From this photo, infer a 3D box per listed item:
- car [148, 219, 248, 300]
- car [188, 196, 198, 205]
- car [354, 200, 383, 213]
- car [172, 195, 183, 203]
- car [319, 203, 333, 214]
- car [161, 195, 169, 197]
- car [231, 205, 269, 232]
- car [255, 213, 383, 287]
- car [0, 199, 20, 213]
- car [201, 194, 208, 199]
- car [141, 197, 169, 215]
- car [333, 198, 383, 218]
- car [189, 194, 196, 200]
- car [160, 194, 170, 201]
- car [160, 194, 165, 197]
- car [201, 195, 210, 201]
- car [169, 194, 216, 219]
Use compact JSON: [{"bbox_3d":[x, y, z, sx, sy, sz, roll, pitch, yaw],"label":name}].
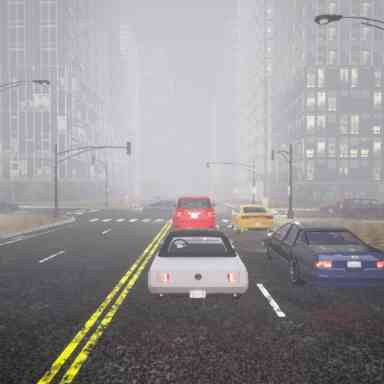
[{"bbox_3d":[0.110,1.597,8.361,1.895,1.301,4.718,0,0,0],"label":"car"},{"bbox_3d":[0.163,1.479,60.818,1.812,1.442,4.674,0,0,0],"label":"car"},{"bbox_3d":[21.850,1.642,39.074,4.829,1.417,1.752,1,0,1],"label":"car"},{"bbox_3d":[-3.177,1.465,71.558,2.128,1.511,4.902,0,0,0],"label":"car"},{"bbox_3d":[16.558,1.590,36.572,5.008,1.535,1.882,1,1,1],"label":"car"},{"bbox_3d":[-3.287,1.528,51.209,1.994,1.385,4.181,0,0,0],"label":"car"},{"bbox_3d":[3.374,1.468,19.206,1.882,1.535,5.008,0,0,1],"label":"car"},{"bbox_3d":[3.365,1.543,9.388,2.033,1.411,5.357,0,0,0],"label":"car"},{"bbox_3d":[-19.975,1.401,34.016,4.181,1.385,1.994,1,1,1],"label":"car"},{"bbox_3d":[3.345,1.266,92.013,1.812,1.442,4.674,0,0,0],"label":"car"},{"bbox_3d":[-2.232,1.545,33.683,5.357,1.411,2.033,1,1,1],"label":"car"},{"bbox_3d":[16.233,1.519,30.793,5.009,1.841,2.192,1,0,1],"label":"car"},{"bbox_3d":[0.095,1.433,92.016,1.812,1.442,4.674,0,0,0],"label":"car"},{"bbox_3d":[-6.418,1.282,80.650,2.097,1.767,4.553,0,0,0],"label":"car"},{"bbox_3d":[-6.492,1.432,60.449,1.882,1.535,5.008,0,0,-1],"label":"car"},{"bbox_3d":[3.335,1.457,81.595,2.033,1.411,5.357,0,0,0],"label":"car"},{"bbox_3d":[0.119,1.212,18.120,2.150,2.045,5.566,0,0,0],"label":"car"}]
